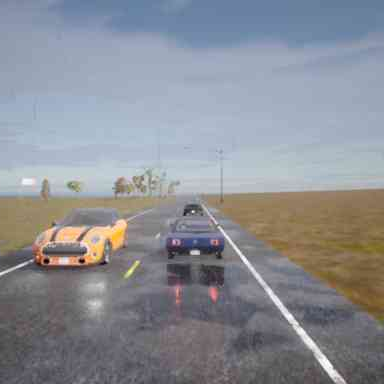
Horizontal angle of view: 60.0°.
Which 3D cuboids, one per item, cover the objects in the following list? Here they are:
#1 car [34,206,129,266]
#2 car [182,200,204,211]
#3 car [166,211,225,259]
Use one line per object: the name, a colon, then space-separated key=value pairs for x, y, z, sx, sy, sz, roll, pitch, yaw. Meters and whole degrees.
car: x=-3.593 y=1.359 z=11.580 sx=2.097 sy=1.767 sz=4.553 roll=0 pitch=0 yaw=0
car: x=0.113 y=1.525 z=32.772 sx=1.837 sy=1.490 sz=4.892 roll=0 pitch=0 yaw=0
car: x=0.105 y=1.609 z=12.674 sx=1.895 sy=1.301 sz=4.718 roll=0 pitch=0 yaw=0
